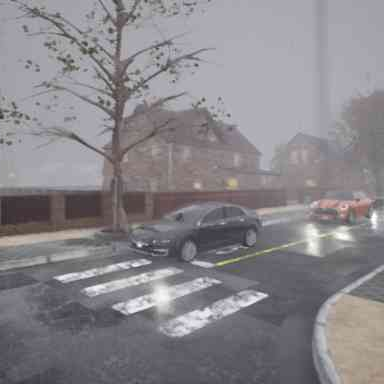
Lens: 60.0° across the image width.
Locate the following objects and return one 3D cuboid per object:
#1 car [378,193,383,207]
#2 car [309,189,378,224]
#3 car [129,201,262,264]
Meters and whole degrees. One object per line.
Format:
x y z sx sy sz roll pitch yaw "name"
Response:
15.576 0.676 25.878 1.895 1.301 4.718 3 3 45 "car"
8.410 0.669 18.644 2.097 1.767 4.553 3 3 45 "car"
0.320 1.096 10.490 1.837 1.490 4.892 3 3 45 "car"
